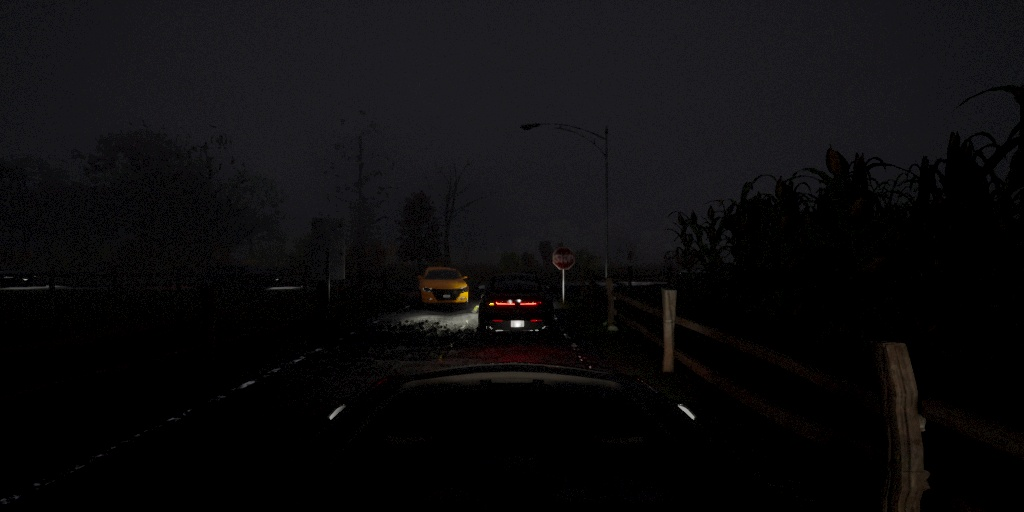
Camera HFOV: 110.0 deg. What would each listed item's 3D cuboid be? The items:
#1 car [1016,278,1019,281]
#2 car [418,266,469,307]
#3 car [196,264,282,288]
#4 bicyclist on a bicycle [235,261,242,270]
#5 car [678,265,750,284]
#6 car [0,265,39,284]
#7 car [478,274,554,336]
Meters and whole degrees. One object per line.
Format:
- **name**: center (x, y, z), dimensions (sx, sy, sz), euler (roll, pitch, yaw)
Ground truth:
- **car**: center (35.540, 1.134, 25.567), dimensions (5.008, 1.535, 1.882), euler (0, 0, 1)
- **car**: center (-3.086, 1.227, 15.866), dimensions (1.882, 1.535, 5.008), euler (1, 0, -15)
- **car**: center (-17.742, 1.281, 23.400), dimensions (4.892, 1.490, 1.837), euler (0, 0, 1)
- **bicyclist on a bicycle**: center (-22.402, 1.240, 29.442), dimensions (0.582, 1.620, 1.656), euler (0, 0, 1)
- **car**: center (14.629, 1.317, 25.876), dimensions (4.718, 1.301, 1.895), euler (0, 0, 1)
- **car**: center (-34.470, 1.298, 23.652), dimensions (4.892, 1.490, 1.837), euler (0, 0, 1)
- **car**: center (0.071, 1.255, 10.366), dimensions (1.837, 1.490, 4.892), euler (0, 0, -1)
